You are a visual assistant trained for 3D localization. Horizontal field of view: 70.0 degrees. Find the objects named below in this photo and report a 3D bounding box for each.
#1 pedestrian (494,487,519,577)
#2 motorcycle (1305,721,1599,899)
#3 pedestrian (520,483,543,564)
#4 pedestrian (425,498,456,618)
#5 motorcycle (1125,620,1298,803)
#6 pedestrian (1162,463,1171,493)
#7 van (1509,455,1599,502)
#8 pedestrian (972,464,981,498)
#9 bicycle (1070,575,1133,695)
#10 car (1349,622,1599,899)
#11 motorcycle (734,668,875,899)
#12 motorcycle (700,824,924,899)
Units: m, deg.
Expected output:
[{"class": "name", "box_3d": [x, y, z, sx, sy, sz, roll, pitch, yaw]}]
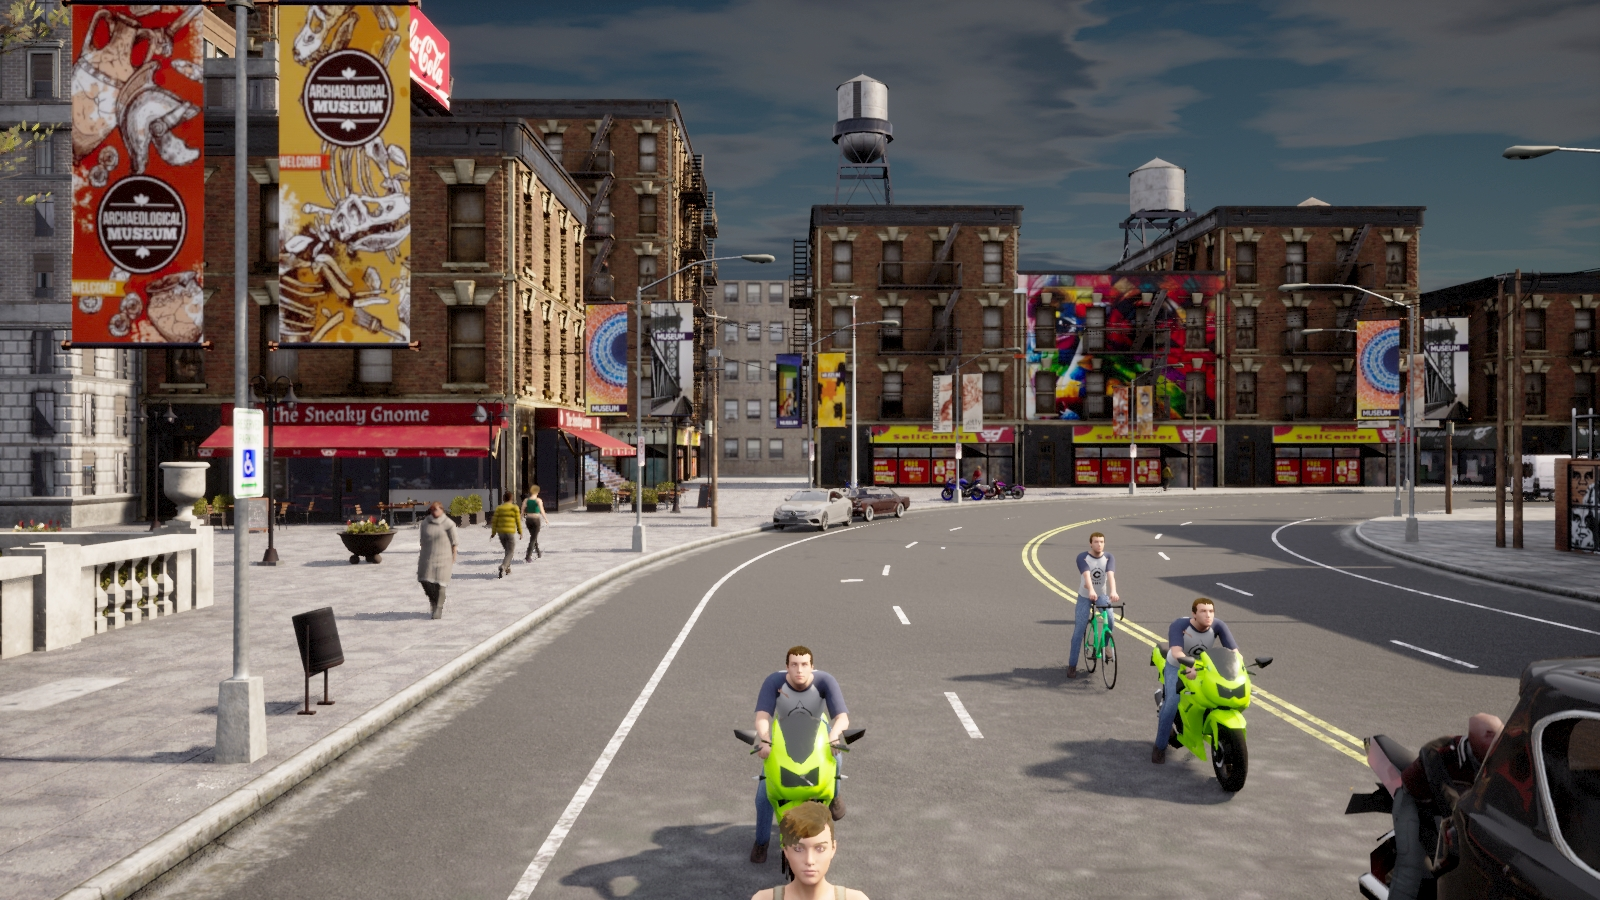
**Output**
[{"class": "pedestrian", "box_3d": [-6.135, 1.706, 23.872, 0.375, 1.860, 0.375, 0, 0, 9]}, {"class": "motorcycle", "box_3d": [3.503, 2.242, 5.847, 0.867, 1.251, 2.209, 1, -2, 0]}, {"class": "pedestrian", "box_3d": [-6.288, 1.709, 26.755, 0.375, 1.860, 0.375, 0, 0, 15]}, {"class": "pedestrian", "box_3d": [-5.704, 1.704, 18.128, 0.375, 1.860, 0.375, 0, 0, 1]}, {"class": "motorcycle", "box_3d": [3.536, 2.217, 10.038, 0.803, 1.145, 2.033, 0, 0, 0]}, {"class": "pedestrian", "box_3d": [22.696, 1.723, 70.739, 0.375, 1.860, 0.375, 0, 0, -18]}, {"class": "van", "box_3d": [42.677, 1.558, 63.173, 5.915, 2.561, 1.988, 0, 0, -6]}, {"class": "pedestrian", "box_3d": [9.784, 1.722, 63.353, 0.375, 1.860, 0.375, 0, 0, -34]}, {"class": "bicycle", "box_3d": [3.650, 2.212, 13.929, 0.373, 1.196, 1.643, 0, 0, 1]}, {"class": "car", "box_3d": [3.469, 1.782, 2.202, 2.150, 2.045, 5.566, 0, 0, 0]}, {"class": "motorcycle", "box_3d": [0.030, 2.215, 7.575, 0.803, 1.145, 2.033, 0, 0, 0]}, {"class": "motorcycle", "box_3d": [0.039, 2.172, 3.492, 0.764, 1.277, 2.356, 0, 0, 0]}]
